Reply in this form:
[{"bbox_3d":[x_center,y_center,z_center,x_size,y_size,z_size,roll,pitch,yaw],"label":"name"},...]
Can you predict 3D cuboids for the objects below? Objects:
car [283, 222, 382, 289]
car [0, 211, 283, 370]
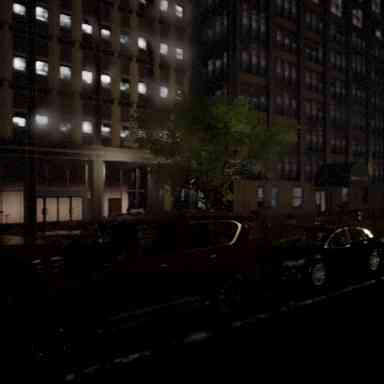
[{"bbox_3d":[3.537,1.549,9.094,4.403,1.369,2.008,0,0,-36],"label":"car"},{"bbox_3d":[-0.958,1.314,5.883,5.009,1.841,2.192,0,0,-36],"label":"car"}]
